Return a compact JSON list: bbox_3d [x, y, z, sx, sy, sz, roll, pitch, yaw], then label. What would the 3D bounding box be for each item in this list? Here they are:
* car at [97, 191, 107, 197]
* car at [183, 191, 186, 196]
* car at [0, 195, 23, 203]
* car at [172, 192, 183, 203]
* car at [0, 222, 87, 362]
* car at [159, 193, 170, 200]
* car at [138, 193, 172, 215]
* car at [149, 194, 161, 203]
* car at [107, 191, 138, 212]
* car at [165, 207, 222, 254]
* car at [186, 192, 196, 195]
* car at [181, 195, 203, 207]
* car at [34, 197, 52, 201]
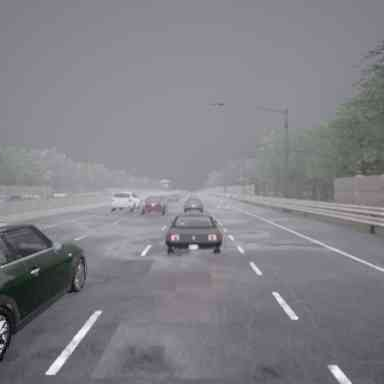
[{"bbox_3d":[-20.631,0.543,78.320,2.150,2.045,5.566,0,0,0],"label":"car"},{"bbox_3d":[-3.111,1.042,82.843,1.812,1.442,4.674,0,0,0],"label":"car"},{"bbox_3d":[-20.883,1.113,37.318,2.097,1.767,4.553,0,0,1],"label":"car"},{"bbox_3d":[-3.213,1.143,60.724,2.128,1.511,4.902,0,0,0],"label":"car"},{"bbox_3d":[-3.462,1.302,5.788,2.097,1.767,4.553,0,0,0],"label":"car"},{"bbox_3d":[-6.620,1.072,80.857,2.033,1.411,5.357,0,0,0],"label":"car"},{"bbox_3d":[-3.348,1.137,30.973,2.097,1.767,4.553,0,0,0],"label":"car"},{"bbox_3d":[-6.711,1.178,60.732,1.812,1.442,4.674,0,0,0],"label":"car"},{"bbox_3d":[-6.831,0.990,34.703,2.150,2.045,5.566,0,0,0],"label":"car"},{"bbox_3d":[0.070,1.495,13.039,1.895,1.301,4.718,0,0,0],"label":"car"},{"bbox_3d":[0.287,1.199,60.698,2.033,1.411,5.357,0,0,0],"label":"car"},{"bbox_3d":[0.169,1.331,34.606,1.994,1.385,4.181,0,0,0],"label":"car"},{"bbox_3d":[-17.363,1.317,39.030,1.994,1.385,4.181,0,0,1],"label":"car"}]
